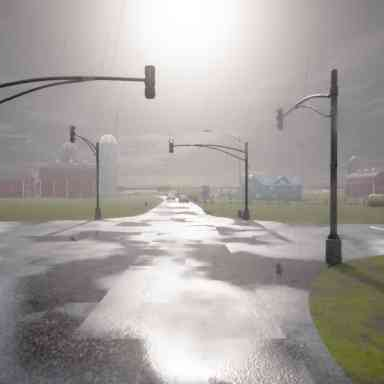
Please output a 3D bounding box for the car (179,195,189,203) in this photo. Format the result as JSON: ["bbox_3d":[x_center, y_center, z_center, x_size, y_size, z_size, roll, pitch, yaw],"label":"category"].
[{"bbox_3d":[-1.670,1.624,69.999,1.895,1.301,4.718,0,0,-3],"label":"car"}]

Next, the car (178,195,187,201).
[{"bbox_3d":[-2.274,1.464,79.983,1.837,1.490,4.892,0,0,-4],"label":"car"}]

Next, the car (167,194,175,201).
[{"bbox_3d":[-4.655,1.182,74.000,1.812,1.442,4.674,0,0,-3],"label":"car"}]
